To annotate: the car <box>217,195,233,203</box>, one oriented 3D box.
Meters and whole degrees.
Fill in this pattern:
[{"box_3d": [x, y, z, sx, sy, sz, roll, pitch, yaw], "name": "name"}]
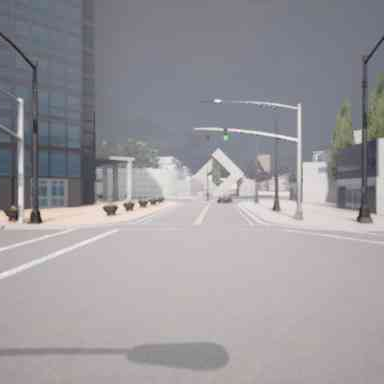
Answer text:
[{"box_3d": [5.369, 1.140, 54.004, 1.895, 1.301, 4.718, 0, 0, 16], "name": "car"}]
